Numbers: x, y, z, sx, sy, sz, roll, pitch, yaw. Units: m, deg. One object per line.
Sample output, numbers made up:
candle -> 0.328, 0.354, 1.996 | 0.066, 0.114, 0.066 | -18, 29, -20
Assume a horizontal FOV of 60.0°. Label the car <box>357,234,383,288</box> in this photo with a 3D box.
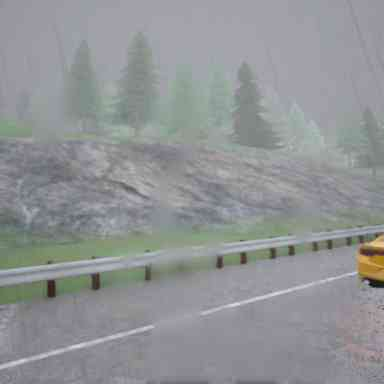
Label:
car -> 5.991, 1.479, 8.019 | 5.008, 1.535, 1.882 | 0, 0, -36
